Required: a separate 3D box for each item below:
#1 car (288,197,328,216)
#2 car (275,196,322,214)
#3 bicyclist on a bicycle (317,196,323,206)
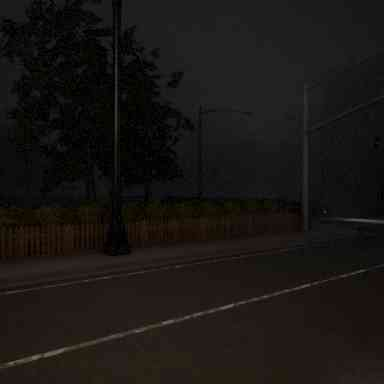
[{"bbox_3d":[10.266,1.491,31.192,2.128,1.511,4.902,0,0,-35],"label":"car"},{"bbox_3d":[11.446,1.352,35.995,2.097,1.767,4.553,0,0,-35],"label":"car"},{"bbox_3d":[16.101,1.303,42.071,1.656,1.620,0.582,0,0,-35],"label":"bicyclist on a bicycle"}]
